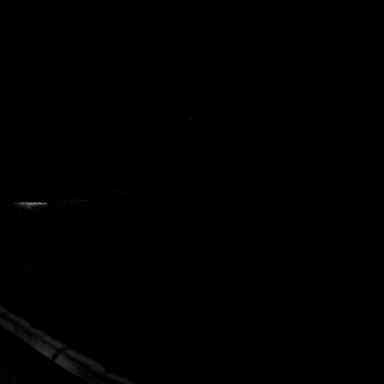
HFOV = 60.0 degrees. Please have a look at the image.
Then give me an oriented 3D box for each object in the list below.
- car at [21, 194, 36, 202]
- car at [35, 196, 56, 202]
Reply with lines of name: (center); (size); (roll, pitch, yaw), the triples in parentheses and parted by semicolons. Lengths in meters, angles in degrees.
car: (-33.733, 1.299, 69.341); (1.837, 1.490, 4.892); (1, 1, -1)
car: (-30.236, 1.460, 69.384); (1.895, 1.301, 4.718); (1, 1, -1)
